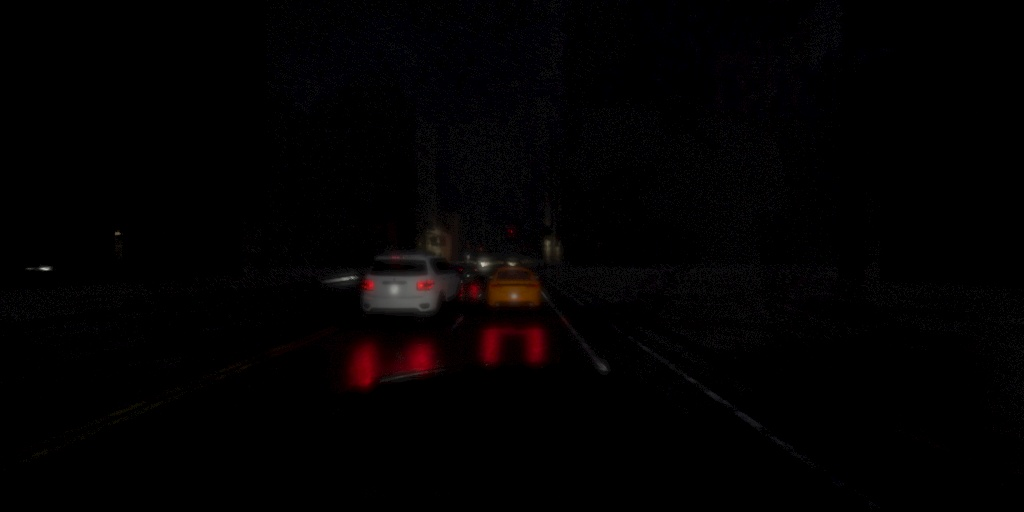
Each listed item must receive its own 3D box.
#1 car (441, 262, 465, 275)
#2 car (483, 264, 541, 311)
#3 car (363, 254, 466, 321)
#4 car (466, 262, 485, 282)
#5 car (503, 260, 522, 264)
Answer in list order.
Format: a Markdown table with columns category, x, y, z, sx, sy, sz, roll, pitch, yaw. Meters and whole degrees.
| category | x | y | z | sx | sy | sz | roll | pitch | yaw |
| --- | --- | --- | --- | --- | --- | --- | --- | --- | --- |
| car | -6.549 | 1.341 | 40.454 | 1.895 | 1.301 | 4.718 | 0 | 0 | 0 |
| car | 0.080 | 1.216 | 14.335 | 1.882 | 1.535 | 5.008 | 0 | -1 | 0 |
| car | -3.180 | 0.962 | 12.466 | 2.150 | 2.045 | 5.566 | 0 | 0 | 1 |
| car | -3.170 | 1.227 | 28.443 | 2.128 | 1.511 | 4.902 | 0 | 0 | 0 |
| car | 0.078 | 1.087 | 28.220 | 2.097 | 1.767 | 4.553 | 0 | 0 | 0 |
